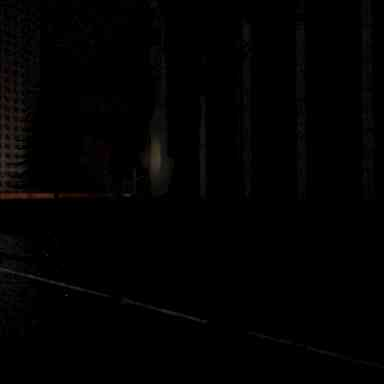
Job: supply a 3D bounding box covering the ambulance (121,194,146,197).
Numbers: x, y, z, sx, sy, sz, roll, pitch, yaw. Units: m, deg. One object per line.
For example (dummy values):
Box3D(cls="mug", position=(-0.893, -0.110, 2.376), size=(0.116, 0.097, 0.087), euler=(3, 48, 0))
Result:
Box3D(cls="ambulance", position=(-10.823, 1.500, 57.968), size=(2.351, 2.431, 6.366), euler=(-1, 0, 35))
